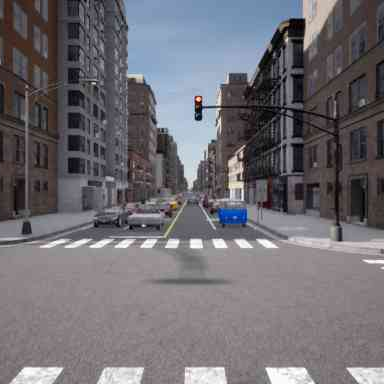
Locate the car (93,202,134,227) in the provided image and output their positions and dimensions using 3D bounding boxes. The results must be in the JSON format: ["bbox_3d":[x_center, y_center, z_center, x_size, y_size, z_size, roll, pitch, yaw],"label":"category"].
[{"bbox_3d":[-5.365,1.549,22.467,2.008,1.369,4.403,0,0,0],"label":"car"}]

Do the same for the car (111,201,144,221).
[{"bbox_3d":[-5.360,1.543,28.148,1.887,1.381,4.507,0,0,0],"label":"car"}]

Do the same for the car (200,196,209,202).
[{"bbox_3d":[2.712,1.524,73.599,2.008,1.369,4.403,0,0,0],"label":"car"}]

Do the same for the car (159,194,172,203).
[{"bbox_3d":[-5.319,1.292,67.921,2.192,1.841,5.009,0,0,0],"label":"car"}]

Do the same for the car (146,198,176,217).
[{"bbox_3d":[-2.816,1.562,31.146,1.994,1.385,4.181,0,0,0],"label":"car"}]

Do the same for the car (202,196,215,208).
[{"bbox_3d":[2.683,1.576,45.193,1.802,1.307,4.206,0,0,0],"label":"car"}]

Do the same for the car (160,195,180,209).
[{"bbox_3d":[-2.799,1.473,41.275,1.882,1.535,5.008,0,0,0],"label":"car"}]

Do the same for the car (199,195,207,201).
[{"bbox_3d":[2.723,1.530,84.962,1.947,1.339,4.313,0,0,0],"label":"car"}]

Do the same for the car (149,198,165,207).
[{"bbox_3d":[-5.336,1.556,50.877,1.947,1.339,4.313,0,0,0],"label":"car"}]

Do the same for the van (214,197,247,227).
[{"bbox_3d":[2.660,1.340,22.467,1.690,1.788,3.998,0,0,0],"label":"van"}]

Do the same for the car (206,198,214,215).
[{"bbox_3d":[2.671,1.580,33.830,1.802,1.307,4.206,0,0,0],"label":"car"}]

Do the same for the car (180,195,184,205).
[{"bbox_3d":[-2.693,1.629,56.751,1.895,1.301,4.718,0,0,0],"label":"car"}]

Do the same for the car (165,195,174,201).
[{"bbox_3d":[-5.307,1.409,79.285,1.967,1.590,4.097,0,0,0],"label":"car"}]

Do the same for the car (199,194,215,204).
[{"bbox_3d":[2.689,1.305,50.874,2.192,1.841,5.009,0,0,0],"label":"car"}]

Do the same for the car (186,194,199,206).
[{"bbox_3d":[0.160,1.478,55.365,2.128,1.511,4.902,0,0,0],"label":"car"}]

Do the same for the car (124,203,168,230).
[{"bbox_3d":[-2.798,1.600,21.173,1.895,1.301,4.718,0,0,-1],"label":"car"}]
